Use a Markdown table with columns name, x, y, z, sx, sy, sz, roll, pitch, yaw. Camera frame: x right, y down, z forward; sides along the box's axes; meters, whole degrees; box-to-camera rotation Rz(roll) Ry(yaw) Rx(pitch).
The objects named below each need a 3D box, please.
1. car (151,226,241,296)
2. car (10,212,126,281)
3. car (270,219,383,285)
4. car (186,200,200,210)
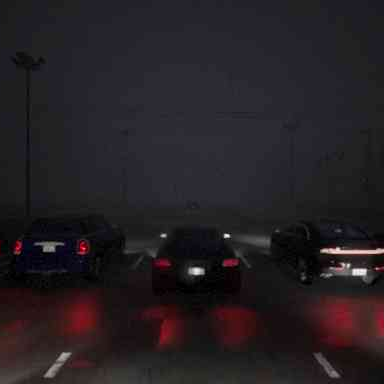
| name | x | y | z | sx | sy | sz | roll | pitch | yaw |
| --- | --- | --- | --- | --- | --- | --- | --- | --- | --- |
| car | 0.092 | 1.589 | 8.767 | 1.994 | 1.385 | 4.181 | 0 | 0 | 0 |
| car | -3.406 | 1.381 | 10.061 | 2.097 | 1.767 | 4.553 | 0 | 0 | 0 |
| car | 3.595 | 1.519 | 9.579 | 2.128 | 1.511 | 4.902 | 0 | 0 | 0 |
| car | 0.081 | 1.731 | 46.060 | 1.895 | 1.301 | 4.718 | 0 | 0 | 0 |
